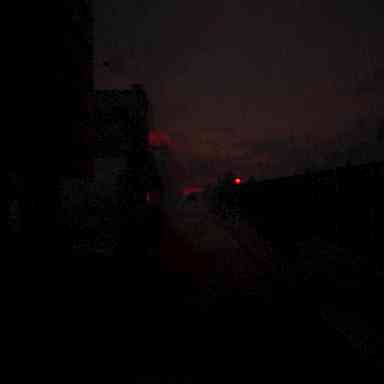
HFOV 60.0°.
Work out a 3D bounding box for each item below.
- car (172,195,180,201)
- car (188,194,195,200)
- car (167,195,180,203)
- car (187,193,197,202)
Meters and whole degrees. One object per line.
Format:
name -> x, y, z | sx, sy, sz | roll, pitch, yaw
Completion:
car -> -4.018, 1.586, 84.793 | 1.812, 1.442, 4.674 | 0, 0, 0
car -> -0.021, 1.393, 90.820 | 1.882, 1.535, 5.008 | 0, 0, 0
car -> -4.011, 1.587, 69.116 | 1.812, 1.442, 4.674 | 0, 0, 0
car -> -0.016, 1.290, 80.430 | 2.150, 2.045, 5.566 | 0, 0, 0
